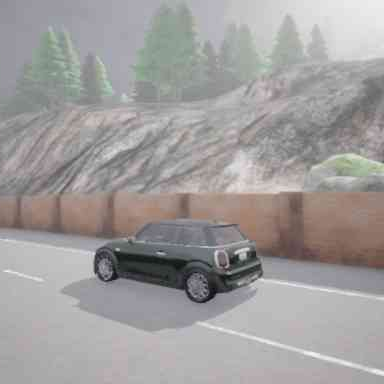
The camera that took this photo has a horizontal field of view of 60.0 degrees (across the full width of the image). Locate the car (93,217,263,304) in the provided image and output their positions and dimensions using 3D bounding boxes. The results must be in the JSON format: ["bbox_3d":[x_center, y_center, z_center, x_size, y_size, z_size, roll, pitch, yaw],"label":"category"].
[{"bbox_3d":[-0.560,1.496,8.765,4.553,1.767,2.097,-1,-1,37],"label":"car"}]
